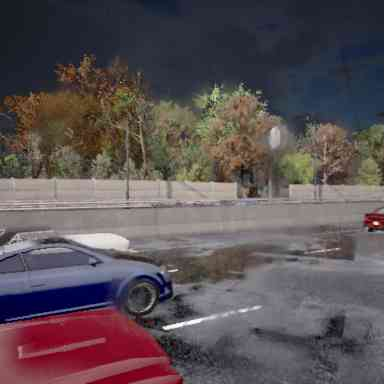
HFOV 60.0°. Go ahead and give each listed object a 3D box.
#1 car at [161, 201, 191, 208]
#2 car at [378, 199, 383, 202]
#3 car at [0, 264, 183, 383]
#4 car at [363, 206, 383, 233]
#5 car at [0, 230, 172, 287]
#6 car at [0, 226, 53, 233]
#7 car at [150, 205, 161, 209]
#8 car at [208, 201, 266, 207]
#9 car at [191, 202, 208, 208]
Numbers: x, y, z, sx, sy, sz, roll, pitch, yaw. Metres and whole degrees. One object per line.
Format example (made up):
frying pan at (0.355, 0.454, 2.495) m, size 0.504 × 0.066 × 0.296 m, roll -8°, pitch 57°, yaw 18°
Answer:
car at (-0.219, 1.597, 32.014) m, size 4.718 × 1.301 × 1.895 m, roll 0°, pitch 0°, yaw -30°
car at (33.180, 1.556, 55.348) m, size 5.357 × 1.411 × 2.033 m, roll 0°, pitch 0°, yaw -29°
car at (-2.362, 1.601, 2.222) m, size 4.718 × 1.301 × 1.895 m, roll 0°, pitch 0°, yaw -30°
car at (11.644, 1.472, 18.430) m, size 5.008 × 1.535 × 1.882 m, roll 0°, pitch 0°, yaw -30°
car at (-2.475, 1.564, 6.202) m, size 4.181 × 1.385 × 1.994 m, roll 0°, pitch 0°, yaw -30°
car at (-4.116, 1.601, 9.297) m, size 4.718 × 1.301 × 1.895 m, roll 0°, pitch 0°, yaw -30°
car at (-1.963, 1.597, 35.048) m, size 4.718 × 1.301 × 1.895 m, roll 0°, pitch 0°, yaw -30°
car at (4.113, 1.473, 26.432) m, size 5.008 × 1.535 × 1.882 m, roll 0°, pitch 0°, yaw -30°
car at (2.458, 1.559, 29.519) m, size 4.181 × 1.385 × 1.994 m, roll 0°, pitch 0°, yaw -30°
